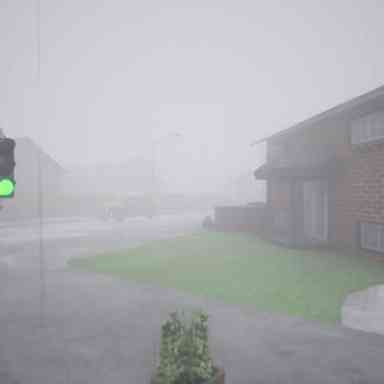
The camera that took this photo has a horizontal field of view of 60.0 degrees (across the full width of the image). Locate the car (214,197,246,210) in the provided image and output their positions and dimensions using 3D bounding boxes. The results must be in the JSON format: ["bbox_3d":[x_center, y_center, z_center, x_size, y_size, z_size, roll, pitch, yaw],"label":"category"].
[{"bbox_3d":[4.457,1.610,40.984,1.994,1.385,4.181,0,0,36],"label":"car"}]

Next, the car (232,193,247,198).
[{"bbox_3d":[11.036,1.067,77.286,3.866,1.878,1.905,0,0,-19],"label":"car"}]

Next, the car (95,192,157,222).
[{"bbox_3d":[-5.278,1.267,27.443,2.150,2.045,5.566,0,0,36],"label":"car"}]
